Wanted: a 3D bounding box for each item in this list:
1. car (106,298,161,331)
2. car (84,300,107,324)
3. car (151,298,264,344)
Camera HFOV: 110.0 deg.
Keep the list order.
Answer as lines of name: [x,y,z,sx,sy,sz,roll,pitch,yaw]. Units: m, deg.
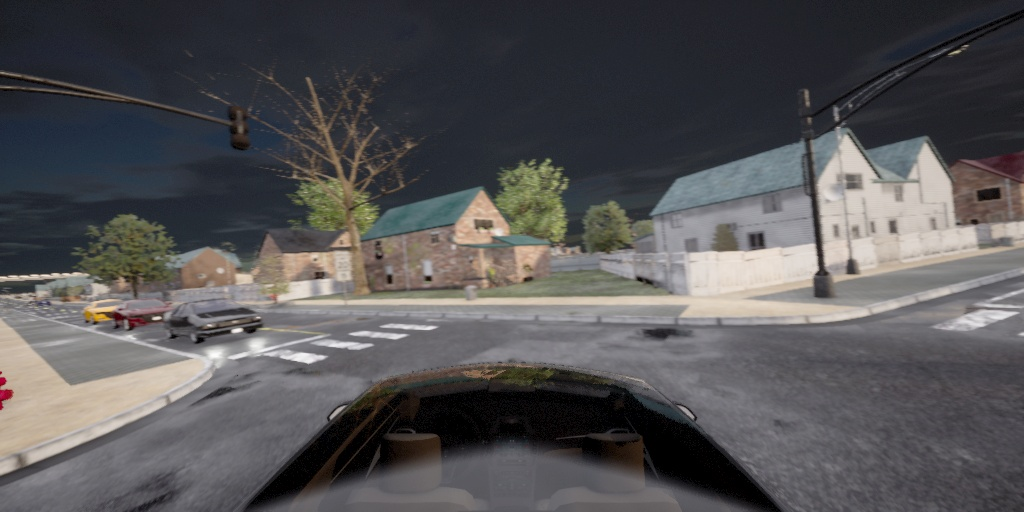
car: [-20.147,3.086,19.623,5.008,1.535,1.882,-5,0,34]
car: [-28.589,3.854,25.399,5.008,1.535,1.882,-5,0,34]
car: [-11.707,2.383,13.868,5.357,1.411,2.033,-5,0,34]
